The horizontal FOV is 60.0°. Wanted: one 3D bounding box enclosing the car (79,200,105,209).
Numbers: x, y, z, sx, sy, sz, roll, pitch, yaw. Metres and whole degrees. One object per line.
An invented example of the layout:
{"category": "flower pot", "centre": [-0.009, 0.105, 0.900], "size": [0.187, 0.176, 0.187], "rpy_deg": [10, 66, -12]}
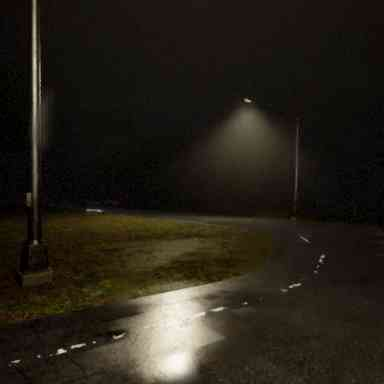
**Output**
{"category": "car", "centre": [-14.603, 1.761, 47.603], "size": [1.895, 1.301, 4.718], "rpy_deg": [4, -3, -35]}

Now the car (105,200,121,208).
{"category": "car", "centre": [-14.259, 2.141, 59.424], "size": [1.837, 1.490, 4.892], "rpy_deg": [4, -3, -35]}
